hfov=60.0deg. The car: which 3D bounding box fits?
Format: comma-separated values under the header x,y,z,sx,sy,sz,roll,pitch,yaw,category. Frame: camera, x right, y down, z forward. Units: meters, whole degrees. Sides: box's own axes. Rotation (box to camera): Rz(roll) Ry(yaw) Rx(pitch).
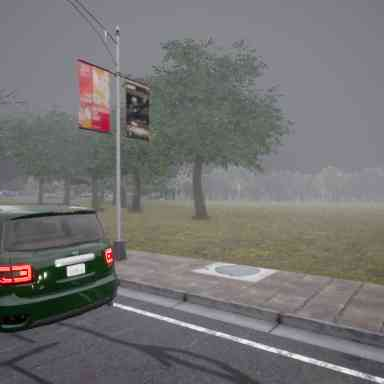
x,y,z,sx,sy,sz,roll,pitch,yaw,category
-3.856,1.235,6.390,5.566,2.045,2.150,0,0,36,car
